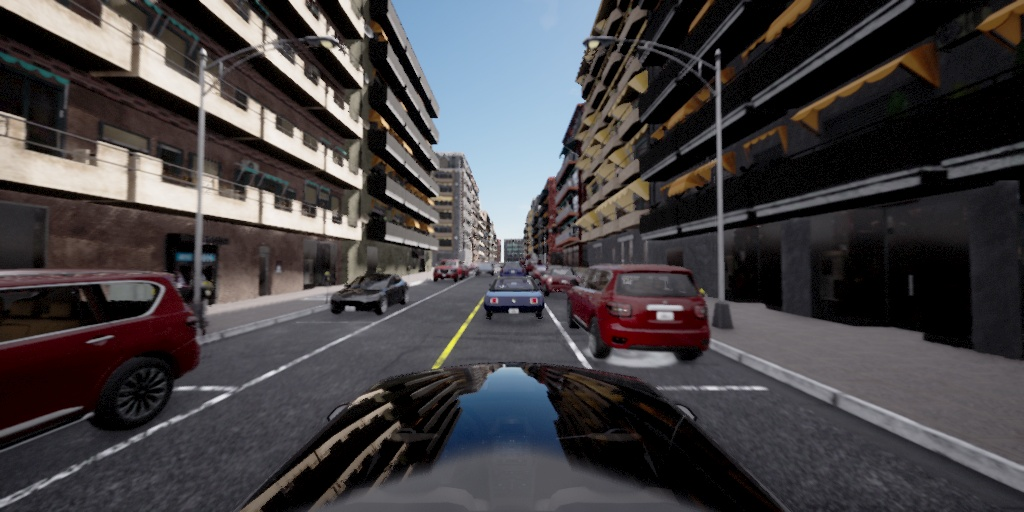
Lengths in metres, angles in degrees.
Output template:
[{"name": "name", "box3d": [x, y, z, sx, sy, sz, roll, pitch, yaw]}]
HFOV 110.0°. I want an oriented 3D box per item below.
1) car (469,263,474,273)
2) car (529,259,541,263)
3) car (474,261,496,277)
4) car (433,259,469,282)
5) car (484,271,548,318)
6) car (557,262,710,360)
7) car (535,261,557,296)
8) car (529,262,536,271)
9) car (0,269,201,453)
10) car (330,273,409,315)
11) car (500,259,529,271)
[{"name": "car", "box3d": [-5.323, 1.458, 36.078, 1.888, 1.381, 4.507, 0, 0, 0]}, {"name": "car", "box3d": [2.523, 1.261, 41.556, 2.192, 1.841, 5.009, 0, 0, 0]}, {"name": "car", "box3d": [-2.855, 1.454, 38.564, 1.812, 1.442, 4.674, 0, 0, 0]}, {"name": "car", "box3d": [-5.322, 1.197, 30.547, 2.192, 1.841, 5.009, 0, 0, 0]}, {"name": "car", "box3d": [0.075, 1.397, 13.104, 1.895, 1.301, 4.718, 0, 0, 0]}, {"name": "car", "box3d": [2.532, 1.090, 8.369, 2.192, 1.841, 5.009, 0, 0, 0]}, {"name": "car", "box3d": [2.529, 1.265, 19.432, 1.967, 1.591, 4.097, 0, 0, 0]}, {"name": "car", "box3d": [2.526, 1.463, 30.494, 1.802, 1.307, 4.207, 0, 0, 0]}, {"name": "car", "box3d": [-5.315, 1.069, 2.896, 2.192, 1.841, 5.009, 0, 0, 0]}, {"name": "car", "box3d": [-5.317, 1.365, 13.958, 1.948, 1.339, 4.313, 0, 0, 0]}, {"name": "car", "box3d": [0.075, 1.230, 29.733, 2.097, 1.767, 4.553, 0, 0, 0]}]
